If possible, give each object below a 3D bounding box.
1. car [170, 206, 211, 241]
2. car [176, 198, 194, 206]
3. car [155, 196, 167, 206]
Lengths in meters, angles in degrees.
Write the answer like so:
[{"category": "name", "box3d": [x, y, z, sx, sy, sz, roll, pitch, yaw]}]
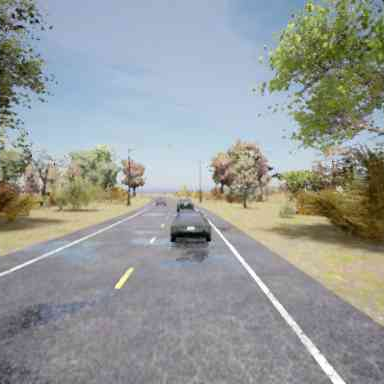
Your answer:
[{"category": "car", "box3d": [-0.084, 1.641, 17.242, 1.994, 1.385, 4.181, 0, 0, -1]}, {"category": "car", "box3d": [-0.870, 1.524, 41.473, 2.097, 1.767, 4.553, 0, 0, -3]}, {"category": "car", "box3d": [-5.487, 1.807, 58.953, 1.994, 1.385, 4.181, 0, 0, -4]}]
